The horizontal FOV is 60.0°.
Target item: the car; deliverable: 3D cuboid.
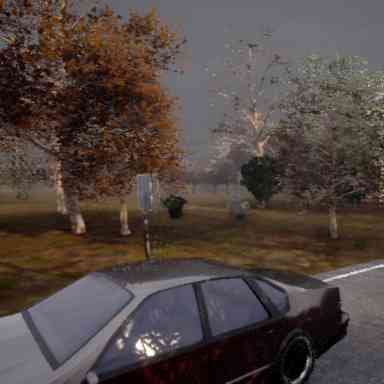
[{"bbox_3d":[-0.413,1.540,3.685,5.357,1.411,2.033,0,0,-35],"label":"car"}]
